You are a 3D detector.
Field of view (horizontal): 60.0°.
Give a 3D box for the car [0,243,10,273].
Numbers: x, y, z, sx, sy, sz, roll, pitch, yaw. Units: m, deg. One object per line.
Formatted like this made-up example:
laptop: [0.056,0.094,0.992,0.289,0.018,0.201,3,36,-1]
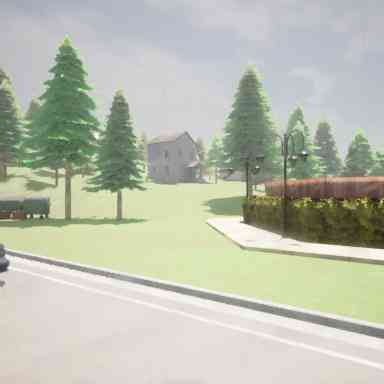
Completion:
car: [-7.028,1.548,9.010,5.357,1.411,2.033,0,0,36]
